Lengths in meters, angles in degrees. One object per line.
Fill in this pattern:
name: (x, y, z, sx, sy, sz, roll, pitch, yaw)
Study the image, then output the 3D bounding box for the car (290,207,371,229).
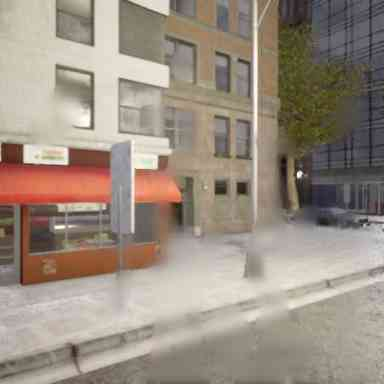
car: (9.500, 1.737, 23.333, 2.033, 1.411, 5.357, 0, 0, -34)
